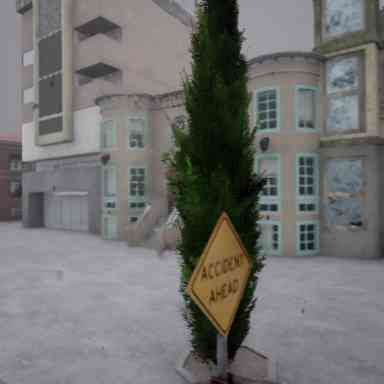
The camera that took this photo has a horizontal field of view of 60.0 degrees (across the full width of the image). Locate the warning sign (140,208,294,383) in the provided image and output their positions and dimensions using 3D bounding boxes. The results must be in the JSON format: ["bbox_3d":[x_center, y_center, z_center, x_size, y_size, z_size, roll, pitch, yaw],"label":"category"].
[{"bbox_3d":[0.307,1.134,3.466,1.060,1.860,1.300,-1,0,35],"label":"warning sign"}]
